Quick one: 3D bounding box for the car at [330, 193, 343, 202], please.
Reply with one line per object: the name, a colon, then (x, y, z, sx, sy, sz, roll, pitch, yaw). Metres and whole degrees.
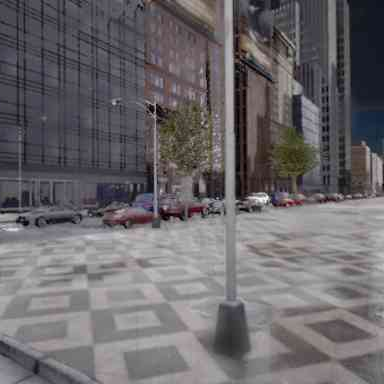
car: (28.341, 1.144, 67.443, 2.192, 1.841, 5.009, -1, 0, 35)

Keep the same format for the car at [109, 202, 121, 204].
car: (-4.772, 1.516, 29.720, 1.812, 1.442, 4.674, -1, 0, 35)

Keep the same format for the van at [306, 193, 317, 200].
van: (30.961, 1.254, 86.214, 1.690, 1.788, 3.998, -1, 0, 35)

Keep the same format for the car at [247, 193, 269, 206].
car: (9.878, 1.138, 50.727, 2.150, 2.045, 5.566, -1, 0, 35)

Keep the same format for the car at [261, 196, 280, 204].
car: (14.919, 1.481, 63.024, 1.887, 1.381, 4.507, -1, 0, 35)

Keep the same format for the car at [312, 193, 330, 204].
car: (21.923, 1.161, 58.168, 2.192, 1.841, 5.009, -1, 0, 35)

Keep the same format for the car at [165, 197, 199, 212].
car: (-1.125, 1.430, 39.836, 1.967, 1.590, 4.097, -1, 0, 35)

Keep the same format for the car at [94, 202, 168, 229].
car: (-3.740, 1.532, 21.070, 1.802, 1.307, 4.206, 0, 0, 35)

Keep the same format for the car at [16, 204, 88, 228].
car: (-9.640, 1.582, 22.686, 1.994, 1.385, 4.181, -1, 0, 35)

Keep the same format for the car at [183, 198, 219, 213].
car: (1.090, 1.487, 38.183, 1.812, 1.442, 4.674, -1, 0, 35)

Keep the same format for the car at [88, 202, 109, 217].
car: (-7.541, 1.587, 30.561, 1.947, 1.339, 4.313, 0, 0, 35)

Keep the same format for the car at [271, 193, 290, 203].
car: (18.126, 1.243, 67.663, 2.192, 1.841, 5.009, -1, 0, 35)

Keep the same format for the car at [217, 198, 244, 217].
car: (2.676, 1.481, 30.345, 1.947, 1.339, 4.313, -1, 0, 35)

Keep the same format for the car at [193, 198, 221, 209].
car: (2.085, 1.559, 44.473, 1.802, 1.307, 4.206, -1, 0, 35)

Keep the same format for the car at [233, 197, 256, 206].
car: (8.502, 1.520, 53.749, 1.947, 1.339, 4.313, -1, 0, 35)

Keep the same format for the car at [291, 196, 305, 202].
car: (24.546, 1.494, 76.936, 1.802, 1.307, 4.206, -1, 0, 35)

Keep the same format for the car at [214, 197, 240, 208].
car: (5.196, 1.490, 48.971, 1.752, 1.417, 4.829, -1, 0, 35)

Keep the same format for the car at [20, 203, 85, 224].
car: (-10.750, 1.606, 25.922, 1.947, 1.339, 4.313, 0, 0, 35)

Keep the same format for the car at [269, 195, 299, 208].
car: (12.300, 1.419, 44.256, 1.887, 1.381, 4.507, -1, 0, 35)

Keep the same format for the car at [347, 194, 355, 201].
car: (37.966, 1.404, 81.352, 1.802, 1.307, 4.206, -1, 0, 35)

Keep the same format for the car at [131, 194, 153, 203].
car: (-2.444, 1.179, 27.452, 2.150, 2.045, 5.566, 0, 0, 35)

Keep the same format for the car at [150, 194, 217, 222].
car: (-0.534, 1.247, 25.709, 2.192, 1.841, 5.009, -1, 0, 35)

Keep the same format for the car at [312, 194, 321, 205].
car: (18.716, 1.421, 53.529, 1.947, 1.339, 4.313, -1, 0, 35)

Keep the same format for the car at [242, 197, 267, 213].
car: (5.884, 1.466, 34.981, 1.947, 1.339, 4.313, -1, 0, 35)

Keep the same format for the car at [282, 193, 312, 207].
car: (15.507, 1.179, 48.894, 2.192, 1.841, 5.009, -1, 0, 35)

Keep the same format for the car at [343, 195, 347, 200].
car: (31.646, 1.347, 72.218, 1.752, 1.417, 4.829, -1, 0, 35)

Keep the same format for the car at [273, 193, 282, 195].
car: (14.012, 1.112, 51.250, 2.150, 2.045, 5.566, -1, 0, 35)
